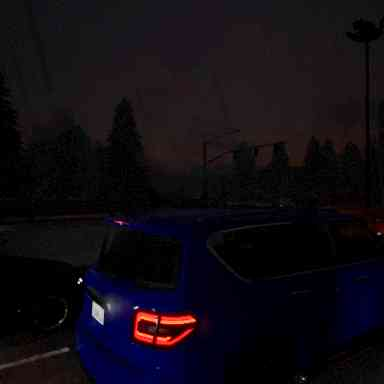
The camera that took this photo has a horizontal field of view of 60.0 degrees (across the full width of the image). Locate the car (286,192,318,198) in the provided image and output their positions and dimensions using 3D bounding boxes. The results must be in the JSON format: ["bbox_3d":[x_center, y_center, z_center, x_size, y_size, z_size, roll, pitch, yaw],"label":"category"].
[{"bbox_3d":[13.939,0.978,40.654,2.150,2.045,5.566,-1,0,-41],"label":"car"}]

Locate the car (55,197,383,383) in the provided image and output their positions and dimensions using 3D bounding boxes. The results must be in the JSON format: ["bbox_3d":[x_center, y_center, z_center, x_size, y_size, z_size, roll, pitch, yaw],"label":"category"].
[{"bbox_3d":[1.312,1.205,4.663,5.566,2.045,2.150,-1,0,-35],"label":"car"}]

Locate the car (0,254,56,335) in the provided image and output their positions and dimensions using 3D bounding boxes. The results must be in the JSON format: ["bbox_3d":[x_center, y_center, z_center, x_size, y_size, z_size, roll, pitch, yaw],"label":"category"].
[{"bbox_3d":[-3.813,1.564,5.318,4.181,1.385,1.994,0,0,-36],"label":"car"}]

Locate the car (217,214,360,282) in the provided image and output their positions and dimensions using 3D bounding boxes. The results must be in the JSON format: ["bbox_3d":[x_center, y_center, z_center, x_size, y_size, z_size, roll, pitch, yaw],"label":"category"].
[{"bbox_3d":[3.034,1.514,10.178,4.181,1.385,1.994,-1,0,-34],"label":"car"}]

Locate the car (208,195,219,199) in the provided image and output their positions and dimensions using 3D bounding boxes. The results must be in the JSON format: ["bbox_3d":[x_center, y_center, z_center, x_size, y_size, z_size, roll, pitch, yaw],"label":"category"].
[{"bbox_3d":[2.724,1.235,55.726,1.882,1.535,5.008,-1,0,-35],"label":"car"}]

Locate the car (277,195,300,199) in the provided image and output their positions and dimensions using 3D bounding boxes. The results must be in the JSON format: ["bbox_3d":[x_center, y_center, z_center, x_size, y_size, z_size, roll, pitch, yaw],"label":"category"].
[{"bbox_3d":[9.622,1.330,34.978,1.812,1.442,4.674,1,0,5],"label":"car"}]
